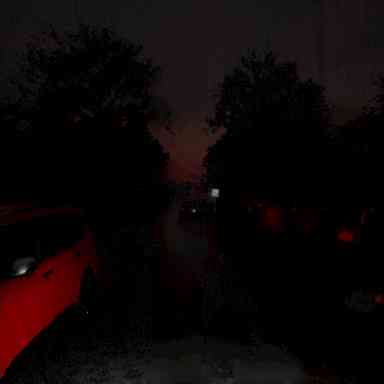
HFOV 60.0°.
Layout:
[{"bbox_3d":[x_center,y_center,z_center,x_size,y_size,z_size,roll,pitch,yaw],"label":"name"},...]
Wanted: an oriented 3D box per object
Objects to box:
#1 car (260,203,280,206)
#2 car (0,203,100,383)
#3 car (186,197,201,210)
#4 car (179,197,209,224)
[{"bbox_3d":[20.021,4.362,87.184,2.435,2.045,5.566,0,1,-18],"label":"car"},{"bbox_3d":[-2.840,1.219,4.246,2.150,2.045,5.566,0,0,0],"label":"car"},{"bbox_3d":[0.187,1.450,43.033,1.882,1.535,5.008,0,0,0],"label":"car"},{"bbox_3d":[0.144,1.335,25.060,2.097,1.767,4.553,0,0,0],"label":"car"}]
